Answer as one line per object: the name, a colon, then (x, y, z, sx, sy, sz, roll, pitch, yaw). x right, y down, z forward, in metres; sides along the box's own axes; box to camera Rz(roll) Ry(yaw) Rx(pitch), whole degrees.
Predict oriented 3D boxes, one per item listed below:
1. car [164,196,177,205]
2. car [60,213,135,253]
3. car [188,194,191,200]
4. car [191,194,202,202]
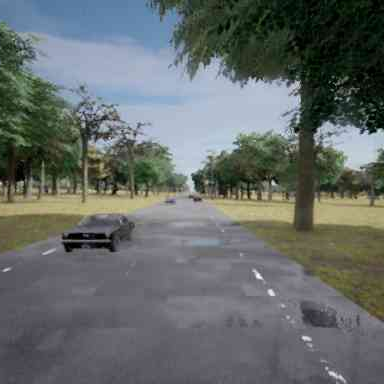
car: (-3.579, 1.419, 56.313, 2.033, 1.411, 5.357, 0, 0, 1)
car: (-3.608, 1.553, 13.548, 1.895, 1.301, 4.718, 0, 0, 0)
car: (-0.059, 1.221, 87.009, 1.837, 1.490, 4.892, 0, 0, 0)
car: (1.177, 1.362, 70.012, 1.837, 1.490, 4.892, 0, 0, 0)
